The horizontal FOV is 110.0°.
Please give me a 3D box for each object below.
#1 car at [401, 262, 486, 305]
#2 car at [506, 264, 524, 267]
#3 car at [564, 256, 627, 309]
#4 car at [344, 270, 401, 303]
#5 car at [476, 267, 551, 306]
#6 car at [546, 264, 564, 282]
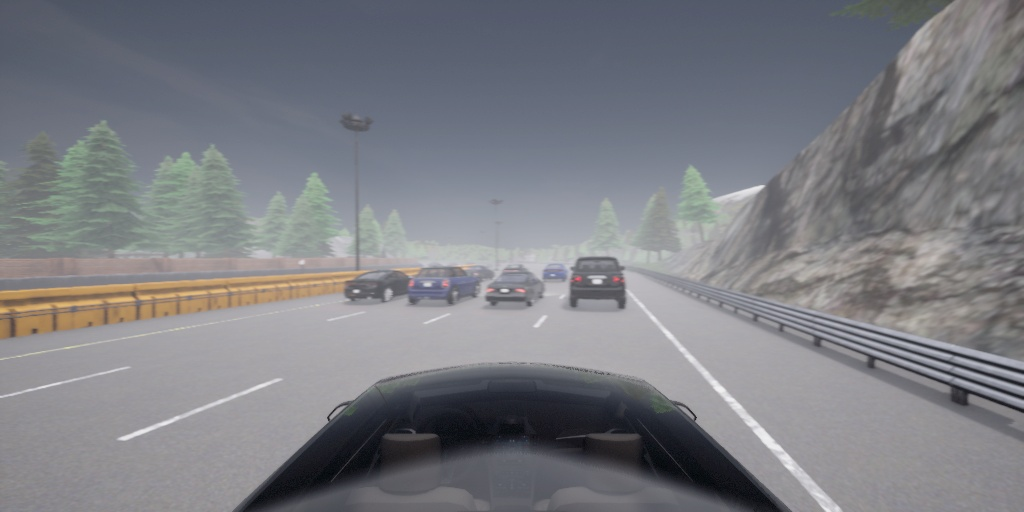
[{"bbox_3d":[-3.087,1.256,17.282,2.097,1.767,4.553,-1,-1,13],"label":"car"},{"bbox_3d":[0.412,1.465,32.081,2.128,1.511,4.902,-1,0,13],"label":"car"},{"bbox_3d":[3.706,1.024,15.607,2.150,2.045,5.566,-1,0,13],"label":"car"},{"bbox_3d":[-6.397,1.434,18.470,1.882,1.535,5.008,-1,0,13],"label":"car"},{"bbox_3d":[0.299,1.404,16.386,2.033,1.411,5.357,-1,0,13],"label":"car"},{"bbox_3d":[3.859,1.402,31.453,1.882,1.535,5.008,-1,0,13],"label":"car"}]
